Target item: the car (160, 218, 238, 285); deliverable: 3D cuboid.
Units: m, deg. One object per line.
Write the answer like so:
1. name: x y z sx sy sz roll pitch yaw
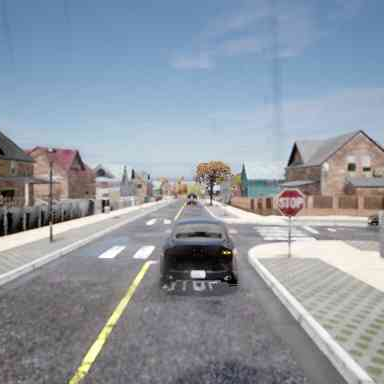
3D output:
1. car: 0.251 1.497 9.468 1.837 1.490 4.892 0 0 3

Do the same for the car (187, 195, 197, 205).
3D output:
1. car: -0.025 1.769 62.200 1.895 1.301 4.718 0 0 0

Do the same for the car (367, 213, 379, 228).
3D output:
1. car: 12.737 1.519 19.037 4.892 1.490 1.837 1 2 8

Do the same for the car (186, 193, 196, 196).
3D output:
1. car: -0.029 1.296 72.222 2.150 2.045 5.566 0 0 0
